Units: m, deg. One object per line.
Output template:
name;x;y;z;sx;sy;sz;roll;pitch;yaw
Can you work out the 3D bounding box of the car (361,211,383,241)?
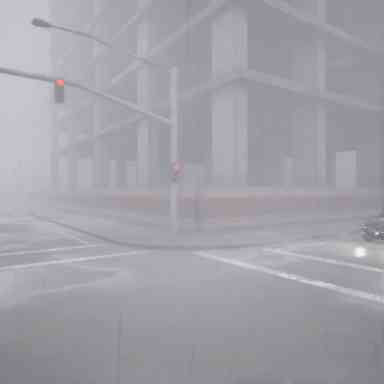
car;9.494;1.418;14.870;4.892;1.490;1.837;0;0;-35
